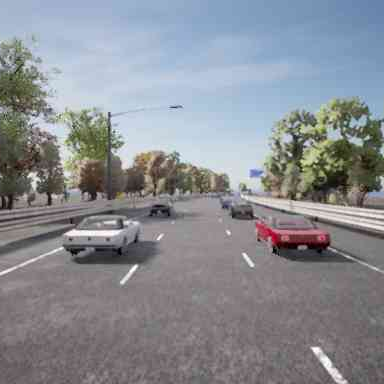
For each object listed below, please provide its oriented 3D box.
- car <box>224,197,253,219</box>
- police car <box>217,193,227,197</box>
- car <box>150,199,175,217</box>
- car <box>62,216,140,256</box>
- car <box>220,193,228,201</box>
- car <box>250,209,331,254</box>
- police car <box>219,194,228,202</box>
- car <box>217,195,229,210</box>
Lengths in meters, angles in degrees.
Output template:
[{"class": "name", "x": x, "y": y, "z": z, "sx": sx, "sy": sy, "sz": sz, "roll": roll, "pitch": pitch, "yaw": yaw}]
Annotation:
[{"class": "car", "x": 4.186, "y": 1.434, "z": 28.892, "sx": 2.128, "sy": 1.511, "sz": 4.902, "roll": 0, "pitch": 0, "yaw": 2}, {"class": "police car", "x": 5.394, "y": 1.337, "z": 53.415, "sx": 1.930, "sy": 1.638, "sz": 5.238, "roll": 0, "pitch": 0, "yaw": 4}, {"class": "car", "x": -2.738, "y": 1.444, "z": 30.935, "sx": 1.837, "sy": 1.490, "sz": 4.892, "roll": 0, "pitch": 0, "yaw": 2}, {"class": "car", "x": -3.270, "y": 1.568, "z": 13.020, "sx": 1.895, "sy": 1.301, "sz": 4.718, "roll": 0, "pitch": 0, "yaw": 1}, {"class": "car", "x": 8.340, "y": 1.250, "z": 85.772, "sx": 2.097, "sy": 1.767, "sz": 4.553, "roll": 0, "pitch": 0, "yaw": 6}, {"class": "car", "x": 3.742, "y": 1.570, "z": 13.340, "sx": 1.895, "sy": 1.301, "sz": 4.718, "roll": 0, "pitch": 0, "yaw": 1}, {"class": "police car", "x": 7.217, "y": 1.324, "z": 75.094, "sx": 1.930, "sy": 1.638, "sz": 5.238, "roll": 0, "pitch": 0, "yaw": 6}, {"class": "car", "x": 4.706, "y": 1.430, "z": 42.480, "sx": 2.163, "sy": 1.488, "sz": 4.792, "roll": 0, "pitch": 0, "yaw": 3}]
